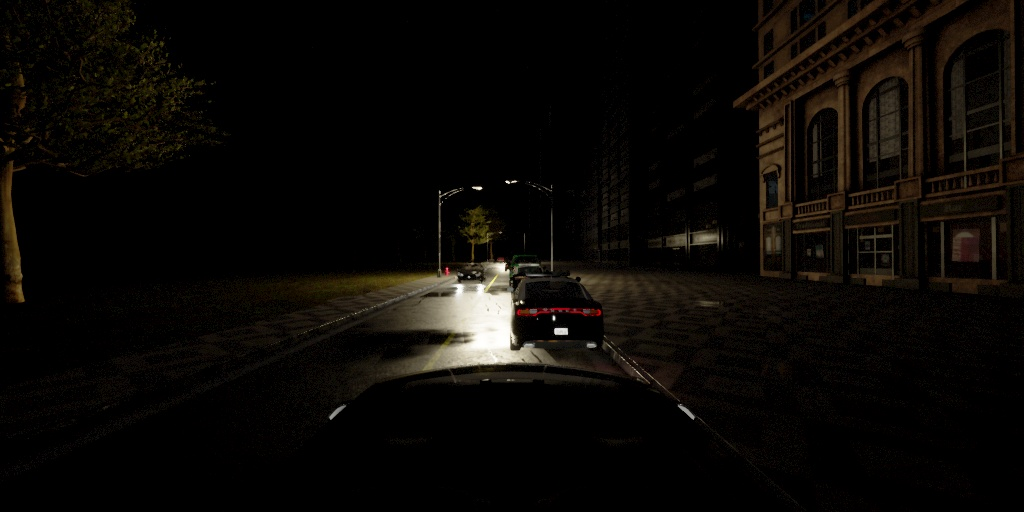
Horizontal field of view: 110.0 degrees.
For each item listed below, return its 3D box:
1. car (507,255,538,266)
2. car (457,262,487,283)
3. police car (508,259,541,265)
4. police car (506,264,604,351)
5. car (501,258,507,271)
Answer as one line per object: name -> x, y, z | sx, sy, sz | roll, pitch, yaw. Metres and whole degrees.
car -> 0.894, 0.963, 25.070 | 2.150, 2.045, 5.566 | 0, 0, 0
car -> -3.005, 1.241, 27.528 | 1.837, 1.490, 4.892 | 0, 0, 0
police car -> 0.897, 1.170, 19.150 | 1.930, 1.638, 5.238 | 0, 0, 0
police car -> 0.899, 1.175, 9.149 | 1.930, 1.638, 5.238 | 0, 0, 0
car -> 0.016, 1.252, 46.600 | 2.033, 1.411, 5.357 | 0, 0, 1
